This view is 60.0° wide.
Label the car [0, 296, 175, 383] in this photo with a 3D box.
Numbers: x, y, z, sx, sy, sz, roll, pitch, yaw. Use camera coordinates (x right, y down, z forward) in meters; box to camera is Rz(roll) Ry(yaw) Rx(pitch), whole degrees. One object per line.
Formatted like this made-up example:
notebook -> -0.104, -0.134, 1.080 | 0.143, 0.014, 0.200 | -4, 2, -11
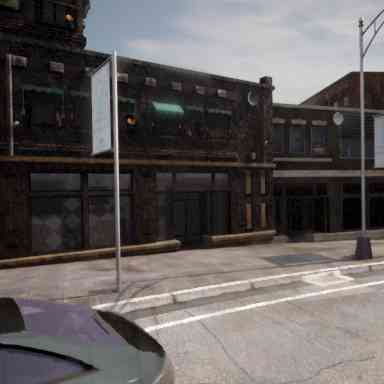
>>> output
car -> -2.137, 1.565, 2.228 | 4.181, 1.385, 1.994 | 0, 0, -34
